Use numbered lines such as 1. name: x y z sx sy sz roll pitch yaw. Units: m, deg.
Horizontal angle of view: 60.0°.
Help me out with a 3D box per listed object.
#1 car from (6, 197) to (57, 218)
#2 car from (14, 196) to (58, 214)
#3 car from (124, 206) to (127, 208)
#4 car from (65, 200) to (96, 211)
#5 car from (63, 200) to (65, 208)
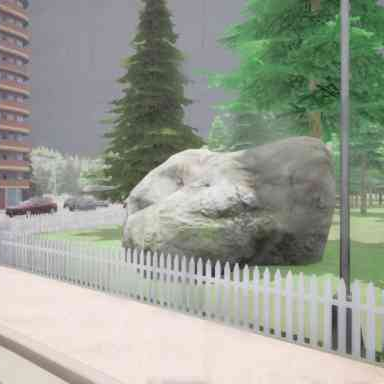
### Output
1. car: -14.413 1.422 30.208 1.882 1.535 5.008 0 0 15
2. car: -16.670 1.296 35.855 2.097 1.767 4.553 0 0 8
3. car: -5.803 1.422 36.197 1.882 1.535 5.008 0 0 8
4. car: -12.755 1.508 39.046 1.994 1.385 4.181 0 0 4
5. car: -16.382 1.449 45.890 1.837 1.490 4.892 0 0 -8
